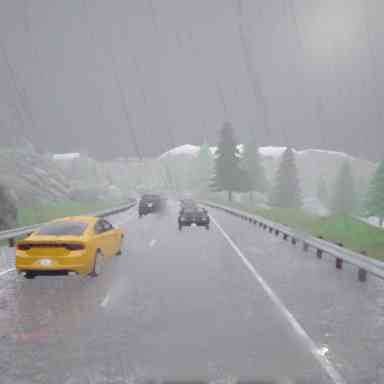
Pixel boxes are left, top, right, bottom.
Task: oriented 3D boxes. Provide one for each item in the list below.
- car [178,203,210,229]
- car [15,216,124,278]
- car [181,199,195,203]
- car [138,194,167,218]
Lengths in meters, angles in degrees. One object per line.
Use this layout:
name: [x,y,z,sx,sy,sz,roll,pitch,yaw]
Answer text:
car: [0.093,1.601,21.387,1.895,1.301,4.718,0,0,0]
car: [-3.398,1.478,10.206,1.882,1.535,5.008,0,0,0]
car: [-0.483,1.548,39.492,2.033,1.411,5.357,0,0,-4]
car: [-3.537,1.222,30.315,2.150,2.045,5.566,0,0,-1]
